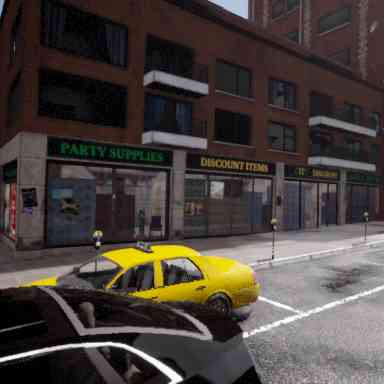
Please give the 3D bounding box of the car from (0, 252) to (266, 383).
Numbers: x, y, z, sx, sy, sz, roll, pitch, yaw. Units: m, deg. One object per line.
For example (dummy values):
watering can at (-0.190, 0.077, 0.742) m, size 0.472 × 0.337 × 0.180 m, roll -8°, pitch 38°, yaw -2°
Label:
car at (-1.703, 1.504, 1.855) m, size 4.892 × 1.490 × 1.837 m, roll 0°, pitch 0°, yaw -35°

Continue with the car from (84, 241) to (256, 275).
car at (-1.025, 1.527, 5.341) m, size 4.829 × 1.417 × 1.752 m, roll 0°, pitch 2°, yaw -35°
